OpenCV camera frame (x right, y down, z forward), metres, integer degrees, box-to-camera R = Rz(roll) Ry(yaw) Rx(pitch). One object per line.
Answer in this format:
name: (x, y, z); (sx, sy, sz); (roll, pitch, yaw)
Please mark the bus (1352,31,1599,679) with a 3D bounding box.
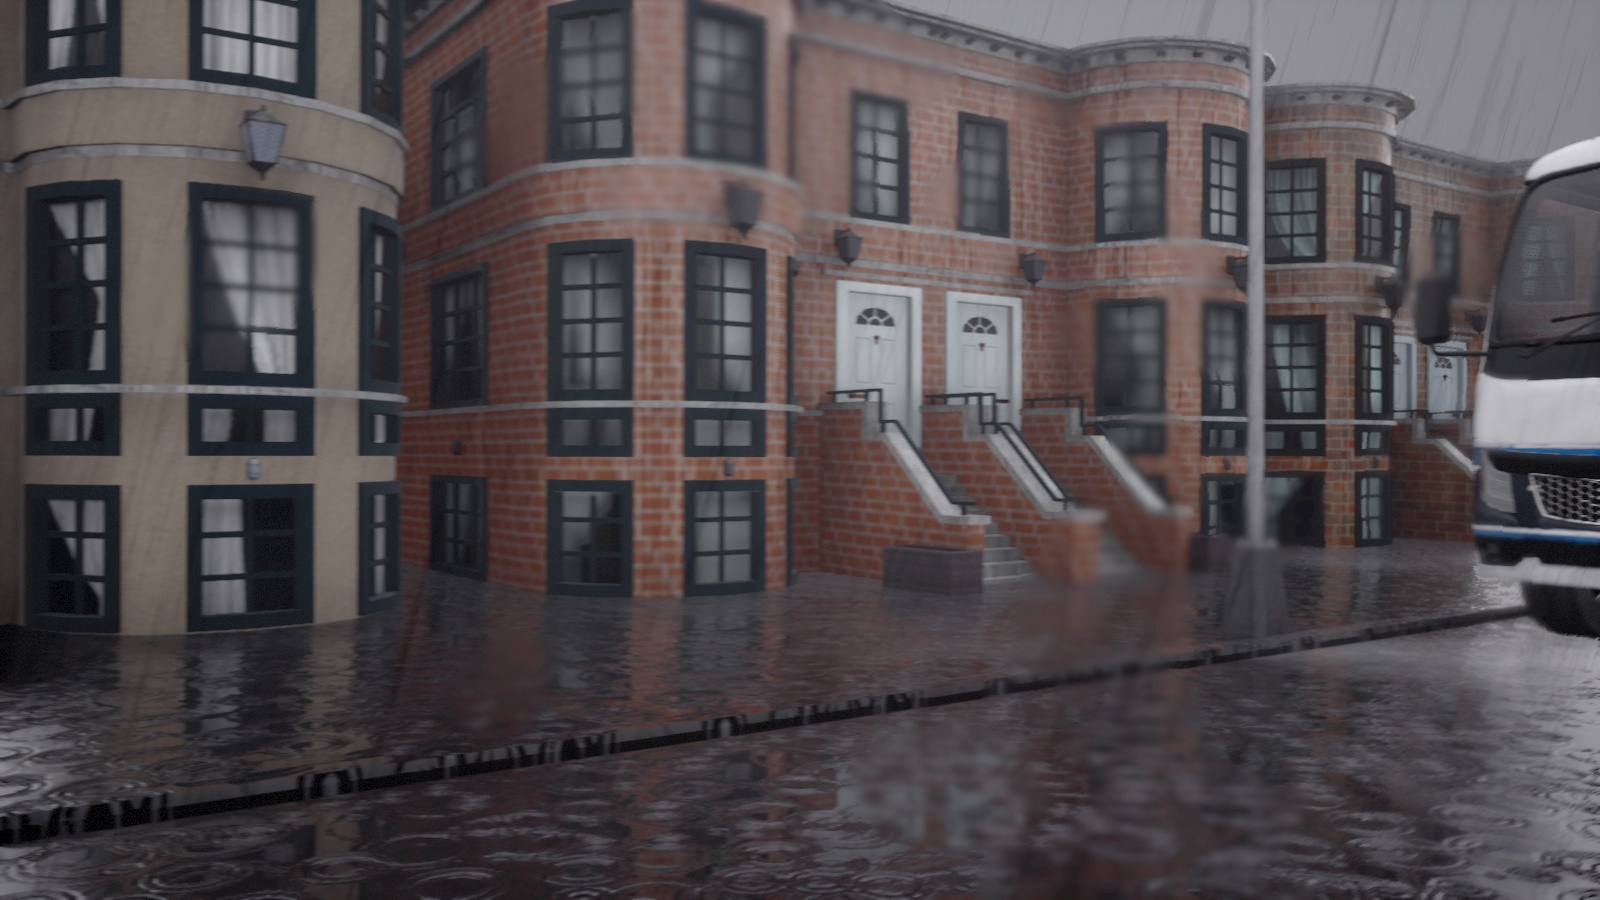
bus: (9.604, -0.625, 10.959); (10.273, 4.253, 3.944); (0, 0, -35)
